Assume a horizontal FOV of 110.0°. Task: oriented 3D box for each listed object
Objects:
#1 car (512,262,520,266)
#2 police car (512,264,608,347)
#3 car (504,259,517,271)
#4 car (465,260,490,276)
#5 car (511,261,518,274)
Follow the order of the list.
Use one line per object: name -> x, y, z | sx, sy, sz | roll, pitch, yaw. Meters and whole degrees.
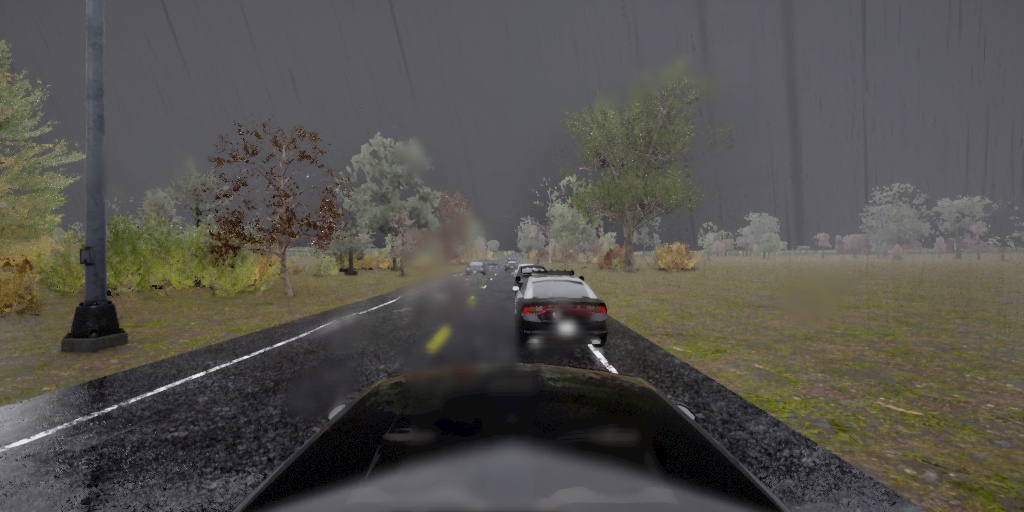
car -> 1.051, 1.248, 19.321 | 1.837, 1.490, 4.892 | 0, 0, 0
police car -> 1.050, 1.173, 9.430 | 1.930, 1.638, 5.238 | 0, 0, 0
car -> 0.036, 1.238, 47.434 | 1.812, 1.442, 4.674 | 0, 0, 1
car -> -3.598, 1.254, 36.769 | 1.812, 1.442, 4.674 | 0, 0, 0
car -> 1.051, 1.265, 25.322 | 1.812, 1.442, 4.674 | 0, 0, 0
